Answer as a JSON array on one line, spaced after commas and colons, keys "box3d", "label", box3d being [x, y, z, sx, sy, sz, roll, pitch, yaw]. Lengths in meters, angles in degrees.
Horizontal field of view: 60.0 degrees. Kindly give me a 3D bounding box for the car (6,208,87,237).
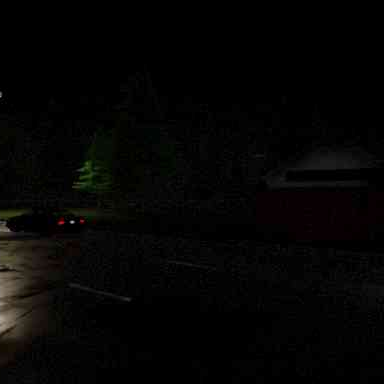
[{"box3d": [-8.126, 1.588, 18.387, 5.357, 1.411, 2.033, 0, 0, 36], "label": "car"}]
